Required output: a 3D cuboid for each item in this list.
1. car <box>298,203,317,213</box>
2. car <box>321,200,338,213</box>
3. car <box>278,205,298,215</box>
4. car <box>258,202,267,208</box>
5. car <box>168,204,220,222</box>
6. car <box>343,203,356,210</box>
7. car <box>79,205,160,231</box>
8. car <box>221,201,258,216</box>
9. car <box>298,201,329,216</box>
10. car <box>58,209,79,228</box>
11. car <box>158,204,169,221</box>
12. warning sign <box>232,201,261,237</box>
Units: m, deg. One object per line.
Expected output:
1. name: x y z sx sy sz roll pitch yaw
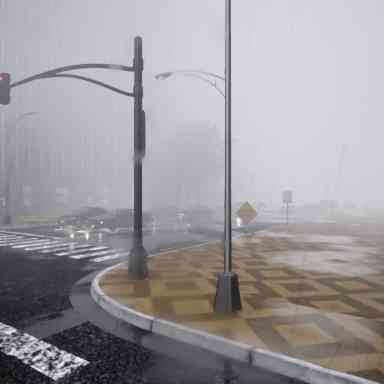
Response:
1. car: 19.008 2.592 54.795 1.994 1.385 4.181 0 -1 33
2. car: 21.762 2.254 53.069 2.150 2.045 5.566 0 -1 33
3. car: 13.573 2.450 46.230 1.895 1.301 4.718 0 -1 33
4. car: 10.838 2.175 54.097 1.812 1.442 4.674 0 -1 33
5. car: 0.306 1.992 31.840 2.128 1.511 4.902 0 -1 33
6. car: 31.294 2.837 65.824 1.812 1.442 4.674 0 -1 33
7. car: -4.956 1.874 23.638 2.033 1.411 5.357 0 -1 33
8. car: 5.776 2.034 40.349 2.097 1.767 4.553 0 -1 33
9. car: 16.242 2.342 44.378 2.128 1.511 4.902 0 -1 33
10. car: -7.828 1.844 25.166 1.812 1.442 4.674 0 -1 31
11. car: -2.864 1.988 32.916 1.837 1.490 4.892 0 -1 33
12. warning sign: 3.050 1.454 18.585 1.300 1.860 1.060 1 1 33
